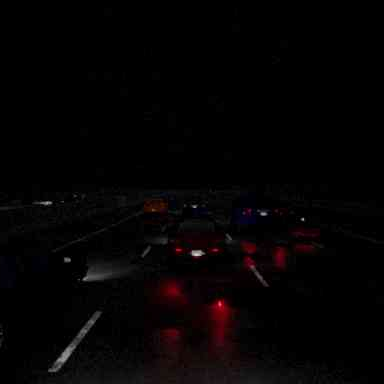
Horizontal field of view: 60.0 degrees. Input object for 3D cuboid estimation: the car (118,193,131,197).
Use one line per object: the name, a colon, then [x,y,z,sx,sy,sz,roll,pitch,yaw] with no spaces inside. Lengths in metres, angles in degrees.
car: [-13.732,0.894,67.719,2.033,1.411,5.357,0,1,0]

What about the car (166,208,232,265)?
car: [0.141,1.509,11.486,1.812,1.442,4.674,0,0,0]

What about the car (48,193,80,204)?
car: [-17.402,1.182,45.528,1.837,1.490,4.892,0,1,0]

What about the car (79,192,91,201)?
car: [-20.755,0.791,63.196,2.097,1.767,4.553,0,1,0]

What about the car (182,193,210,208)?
car: [0.211,1.220,29.049,2.097,1.767,4.553,0,1,0]

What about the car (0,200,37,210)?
car: [-13.996,1.414,26.580,1.812,1.442,4.674,0,1,0]

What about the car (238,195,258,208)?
car: [7.254,1.236,43.222,1.812,1.442,4.674,0,1,0]

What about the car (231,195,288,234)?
car: [3.570,1.170,19.191,2.150,2.045,5.566,0,0,0]

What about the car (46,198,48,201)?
car: [-24.274,1.031,59.935,2.033,1.411,5.357,0,1,1]

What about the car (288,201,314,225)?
car: [7.051,1.427,23.356,1.837,1.490,4.892,0,1,2]

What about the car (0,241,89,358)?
car: [-3.383,1.544,5.487,2.033,1.411,5.357,0,0,0]

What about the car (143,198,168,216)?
car: [-3.283,1.328,30.661,1.882,1.535,5.008,0,1,0]

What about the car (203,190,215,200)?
car: [3.776,0.850,69.337,1.837,1.490,4.892,0,1,0]
